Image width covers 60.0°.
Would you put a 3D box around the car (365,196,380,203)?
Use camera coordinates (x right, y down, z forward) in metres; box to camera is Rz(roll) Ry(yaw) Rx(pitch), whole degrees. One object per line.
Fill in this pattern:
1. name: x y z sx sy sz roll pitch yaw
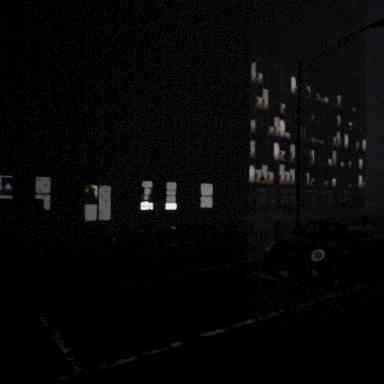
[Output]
1. car: 44.902 1.893 84.435 2.192 1.841 5.009 1 -1 -35

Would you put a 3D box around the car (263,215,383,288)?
1. car: 3.889 1.480 9.334 4.097 1.590 1.967 0 1 -36
